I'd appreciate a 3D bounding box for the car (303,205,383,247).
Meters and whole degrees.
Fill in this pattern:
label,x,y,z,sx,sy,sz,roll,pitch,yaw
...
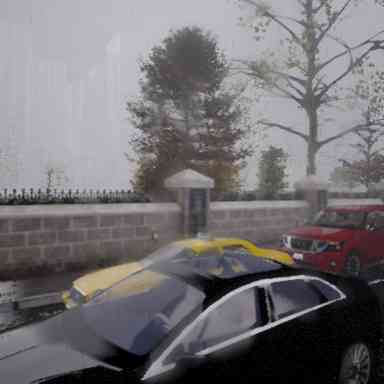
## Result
label,x,y,z,sx,sy,sz,roll,pitch,yaw
car,4.771,1.335,9.961,5.009,1.841,2.192,0,0,-36

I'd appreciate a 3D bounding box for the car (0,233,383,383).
label,x,y,z,sx,sy,sz,roll,pitch,yaw
car,0.071,1.496,3.427,4.902,1.511,2.128,0,0,-36

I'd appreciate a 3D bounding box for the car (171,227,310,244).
label,x,y,z,sx,sy,sz,roll,pitch,yaw
car,0.049,1.533,6.592,4.829,1.417,1.752,0,0,-36
